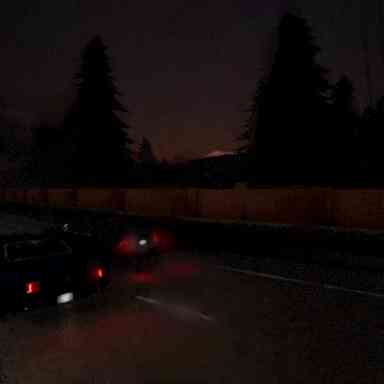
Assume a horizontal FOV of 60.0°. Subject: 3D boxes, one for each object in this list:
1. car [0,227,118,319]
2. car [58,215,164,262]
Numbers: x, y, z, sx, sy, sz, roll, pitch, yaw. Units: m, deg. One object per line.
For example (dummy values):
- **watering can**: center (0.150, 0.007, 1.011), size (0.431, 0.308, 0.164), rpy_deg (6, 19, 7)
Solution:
- **car**: center (-3.923, 1.566, 7.315), size (4.718, 1.301, 1.895), rpy_deg (1, 0, 40)
- **car**: center (-3.342, 1.516, 11.427), size (5.357, 1.411, 2.033), rpy_deg (1, 0, 41)
